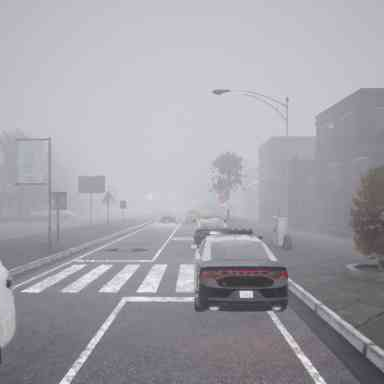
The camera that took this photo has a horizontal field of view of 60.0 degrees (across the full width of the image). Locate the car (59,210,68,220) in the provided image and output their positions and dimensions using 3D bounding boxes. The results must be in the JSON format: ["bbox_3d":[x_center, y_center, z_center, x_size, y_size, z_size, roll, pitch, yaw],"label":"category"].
[{"bbox_3d":[-21.747,3.495,49.440,4.892,1.521,2.231,0,-2,0],"label":"car"}]

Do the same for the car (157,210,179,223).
[{"bbox_3d":[-3.169,3.444,44.683,1.895,1.301,4.718,0,-2,0],"label":"car"}]

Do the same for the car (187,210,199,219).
[{"bbox_3d":[0.252,4.032,60.097,2.033,1.411,5.357,0,-2,0],"label":"car"}]

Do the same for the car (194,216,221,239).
[{"bbox_3d":[1.063,2.527,24.551,1.812,1.442,4.674,0,-2,0],"label":"car"}]

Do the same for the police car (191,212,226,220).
[{"bbox_3d":[1.036,2.179,18.665,1.930,1.638,5.238,0,-2,0],"label":"police car"}]

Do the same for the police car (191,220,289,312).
[{"bbox_3d":[0.999,1.766,8.664,1.930,1.638,5.238,0,-2,0],"label":"police car"}]

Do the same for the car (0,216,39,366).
[{"bbox_3d":[-3.334,1.331,2.052,2.150,2.045,5.566,0,-2,0],"label":"car"}]

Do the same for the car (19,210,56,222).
[{"bbox_3d":[-21.767,3.397,46.165,4.674,1.452,2.002,0,-2,0],"label":"car"}]

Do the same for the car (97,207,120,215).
[{"bbox_3d":[-21.561,4.965,84.316,5.008,1.535,2.097,0,-2,0],"label":"car"}]

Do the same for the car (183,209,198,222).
[{"bbox_3d":[0.209,3.277,46.665,2.097,1.767,4.553,0,-2,1],"label":"car"}]

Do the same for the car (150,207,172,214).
[{"bbox_3d":[-8.466,5.086,87.008,4.892,1.521,2.231,0,-3,0],"label":"car"}]

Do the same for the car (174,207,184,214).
[{"bbox_3d":[-2.876,4.945,86.658,2.097,1.767,4.553,0,-2,0],"label":"car"}]

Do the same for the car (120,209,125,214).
[{"bbox_3d":[-21.543,5.218,89.878,5.008,1.535,2.097,0,-3,0],"label":"car"}]

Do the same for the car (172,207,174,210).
[{"bbox_3d":[-8.486,4.963,89.818,5.566,2.045,2.435,0,-3,0],"label":"car"}]

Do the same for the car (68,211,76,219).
[{"bbox_3d":[-21.741,3.631,52.710,5.008,1.535,2.097,0,-2,0],"label":"car"}]
